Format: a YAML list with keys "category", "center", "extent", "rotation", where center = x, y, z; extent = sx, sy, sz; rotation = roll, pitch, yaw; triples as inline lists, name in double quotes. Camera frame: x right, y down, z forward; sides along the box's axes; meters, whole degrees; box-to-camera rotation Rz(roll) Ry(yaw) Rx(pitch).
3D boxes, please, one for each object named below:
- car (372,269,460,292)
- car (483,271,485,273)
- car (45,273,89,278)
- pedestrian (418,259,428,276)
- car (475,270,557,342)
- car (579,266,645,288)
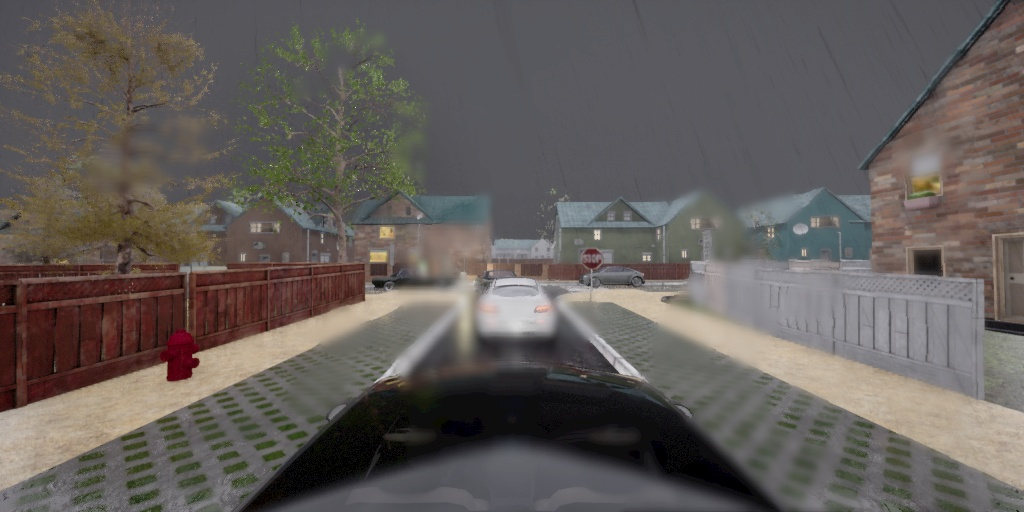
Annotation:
- category: "car"
  center: [-5.482, 1.416, 20.904]
  extent: [4.718, 1.301, 1.895]
  rotation: [-1, -1, 1]
- category: "car"
  center: [-0.756, 1.366, 18.519]
  extent: [1.895, 1.301, 4.718]
  rotation: [0, -1, -12]
- category: "car"
  center: [-25.607, 1.632, 21.173]
  extent: [4.718, 1.301, 1.895]
  rotation: [-1, -1, 1]
- category: "pedestrian"
  center: [-6.700, 1.119, 26.789]
  extent: [0.375, 1.860, 0.375]
  rotation: [0, -1, 1]
- category: "car"
  center: [0.103, 1.280, 9.700]
  extent: [1.812, 1.442, 4.674]
  rotation: [0, 0, 0]
- category: "car"
  center: [6.539, 1.344, 23.694]
  extent: [4.181, 1.385, 1.994]
  rotation: [0, -1, 1]
